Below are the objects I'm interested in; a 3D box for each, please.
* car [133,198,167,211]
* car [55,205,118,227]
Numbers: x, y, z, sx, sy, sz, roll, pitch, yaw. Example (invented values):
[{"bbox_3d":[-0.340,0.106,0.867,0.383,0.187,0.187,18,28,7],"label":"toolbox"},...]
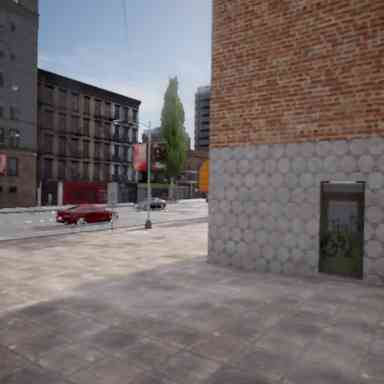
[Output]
[{"bbox_3d":[-5.155,1.503,40.818,2.128,1.511,4.902,1,1,35],"label":"car"},{"bbox_3d":[-7.886,1.703,25.451,1.882,1.535,5.008,1,1,35],"label":"car"}]
